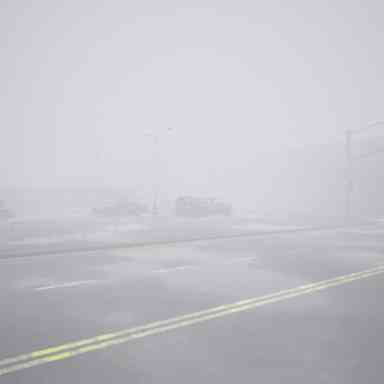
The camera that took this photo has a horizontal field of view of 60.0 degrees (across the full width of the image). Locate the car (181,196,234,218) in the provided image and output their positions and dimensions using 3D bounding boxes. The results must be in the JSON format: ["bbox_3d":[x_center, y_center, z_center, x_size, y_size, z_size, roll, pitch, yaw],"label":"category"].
[{"bbox_3d":[1.684,1.370,30.928,4.605,1.855,1.932,1,0,-35],"label":"car"}]

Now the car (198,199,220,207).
[{"bbox_3d":[3.035,1.988,60.687,1.994,1.385,4.181,1,0,-33],"label":"car"}]

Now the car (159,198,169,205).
[{"bbox_3d":[-4.753,1.895,66.113,1.837,1.490,4.892,1,-1,-33],"label":"car"}]

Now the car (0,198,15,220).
[{"bbox_3d":[-15.764,1.415,25.433,3.806,1.475,1.970,1,0,-35],"label":"car"}]

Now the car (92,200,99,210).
[{"bbox_3d":[-12.984,1.613,51.682,3.806,1.475,1.970,1,0,-35],"label":"car"}]

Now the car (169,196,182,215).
[{"bbox_3d":[0.055,1.374,33.321,3.866,1.878,1.905,1,0,-35],"label":"car"}]

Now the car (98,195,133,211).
[{"bbox_3d":[-11.317,1.373,49.314,3.866,1.878,1.905,1,0,-35],"label":"car"}]
